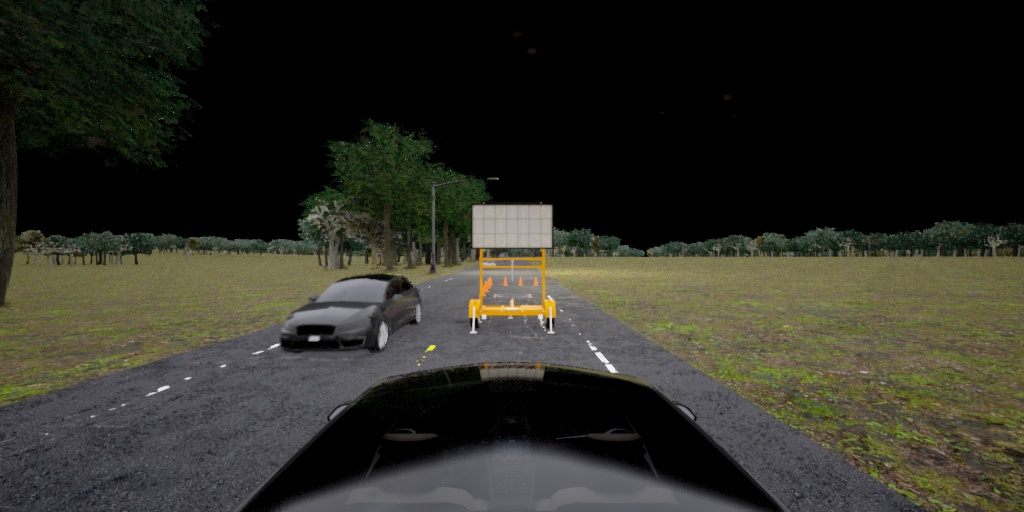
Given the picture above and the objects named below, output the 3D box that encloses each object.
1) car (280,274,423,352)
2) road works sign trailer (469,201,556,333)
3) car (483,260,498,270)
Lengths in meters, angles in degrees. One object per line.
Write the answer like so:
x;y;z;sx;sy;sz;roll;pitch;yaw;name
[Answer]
-3.586;1.244;8.941;1.837;1.490;4.892;0;0;0;car
0.012;0.199;10.614;2.380;3.560;2.880;0;0;0;road works sign trailer
-3.332;1.201;49.625;1.895;1.301;4.718;0;0;1;car
